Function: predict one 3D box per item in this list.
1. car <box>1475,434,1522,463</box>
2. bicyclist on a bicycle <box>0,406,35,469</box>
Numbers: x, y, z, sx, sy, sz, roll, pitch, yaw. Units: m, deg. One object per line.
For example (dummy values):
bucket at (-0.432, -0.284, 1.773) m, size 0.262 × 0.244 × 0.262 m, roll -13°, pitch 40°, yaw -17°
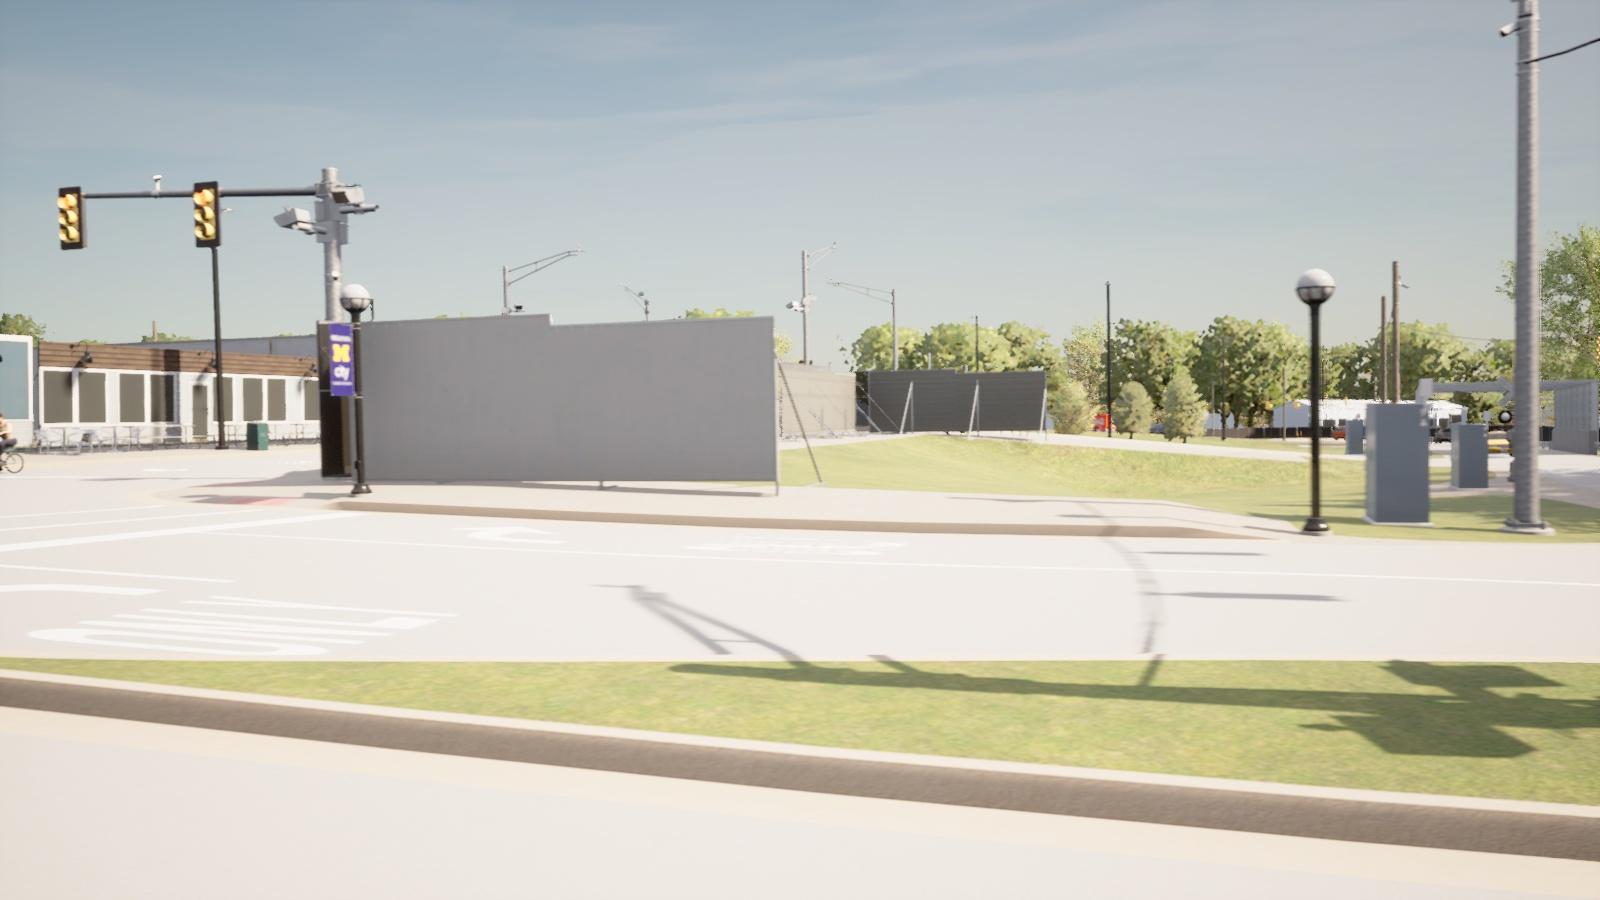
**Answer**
car at (39.529, -0.090, 71.124) m, size 1.801 × 1.575 × 5.366 m, roll 0°, pitch 1°, yaw 23°
bicyclist on a bicycle at (-20.783, -0.329, 32.449) m, size 0.866 × 1.612 × 1.509 m, roll 0°, pitch 2°, yaw 18°
